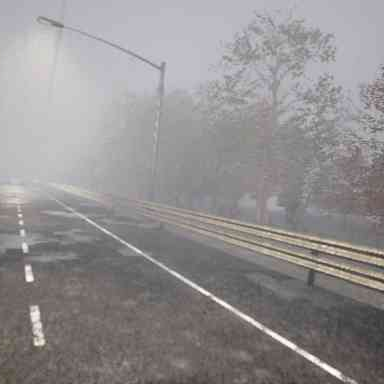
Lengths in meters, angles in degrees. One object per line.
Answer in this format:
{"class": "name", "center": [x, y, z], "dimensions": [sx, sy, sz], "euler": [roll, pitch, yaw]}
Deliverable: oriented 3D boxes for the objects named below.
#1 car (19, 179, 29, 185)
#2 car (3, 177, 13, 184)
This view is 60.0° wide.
{"class": "car", "center": [-40.605, -2.411, 80.448], "dimensions": [2.033, 1.411, 5.357], "euler": [5, 0, -28]}
{"class": "car", "center": [-43.674, -2.714, 78.792], "dimensions": [2.128, 1.511, 4.902], "euler": [5, 0, -28]}
